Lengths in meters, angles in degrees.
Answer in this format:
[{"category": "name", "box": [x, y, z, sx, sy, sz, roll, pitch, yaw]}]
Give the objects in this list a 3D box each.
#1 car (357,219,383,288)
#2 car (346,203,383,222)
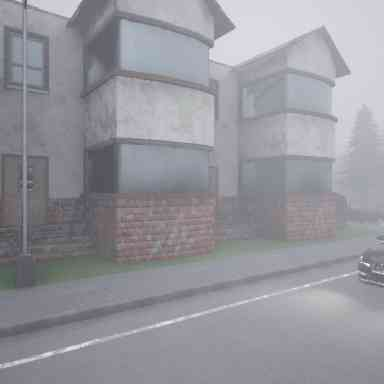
[{"category": "car", "box": [6.030, 1.504, 8.218, 4.892, 1.490, 1.837, 0, 0, -35]}, {"category": "car", "box": [11.579, 1.547, 25.228, 2.033, 1.411, 5.357, 0, 0, -35]}]
